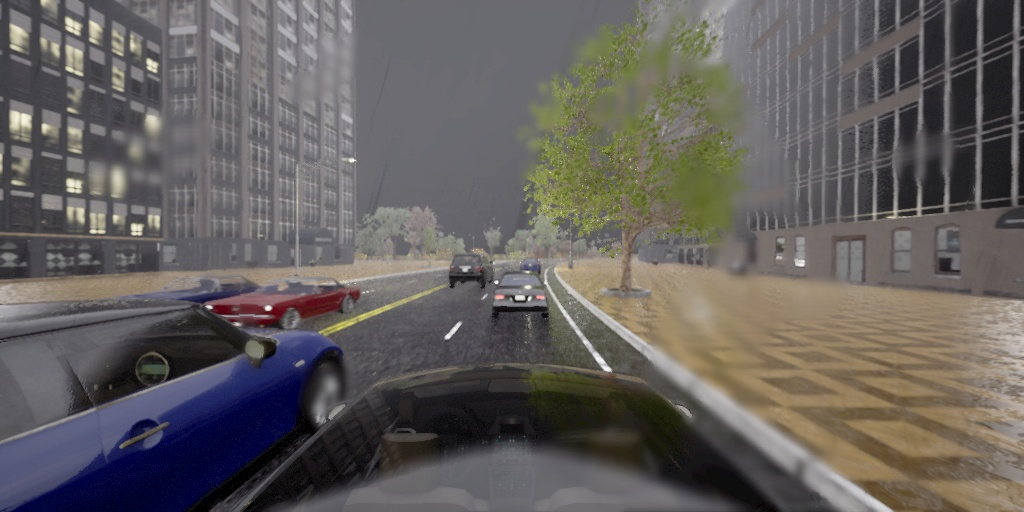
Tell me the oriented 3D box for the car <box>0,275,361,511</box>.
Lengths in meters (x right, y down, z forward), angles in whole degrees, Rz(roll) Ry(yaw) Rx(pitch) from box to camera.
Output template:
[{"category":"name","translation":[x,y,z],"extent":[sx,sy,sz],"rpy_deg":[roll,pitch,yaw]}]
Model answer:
[{"category":"car","translation":[-3.107,1.094,2.622],"extent":[2.097,1.767,4.553],"rpy_deg":[0,0,0]}]

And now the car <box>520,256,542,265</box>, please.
[{"category":"car","translation":[2.014,0.922,37.662],"extent":[2.097,1.767,4.553],"rpy_deg":[0,0,6]}]

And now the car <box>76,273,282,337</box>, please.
[{"category":"car","translation":[-9.624,1.290,11.083],"extent":[1.895,1.301,4.718],"rpy_deg":[0,0,2]}]

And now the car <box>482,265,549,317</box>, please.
[{"category":"car","translation":[0.316,1.238,12.835],"extent":[2.033,1.411,5.357],"rpy_deg":[0,0,2]}]

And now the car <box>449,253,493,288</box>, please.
[{"category":"car","translation":[-2.479,0.859,22.716],"extent":[2.150,2.045,5.566],"rpy_deg":[0,0,3]}]

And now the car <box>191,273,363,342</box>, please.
[{"category":"car","translation":[-6.389,1.297,10.602],"extent":[1.895,1.301,4.718],"rpy_deg":[0,0,2]}]
